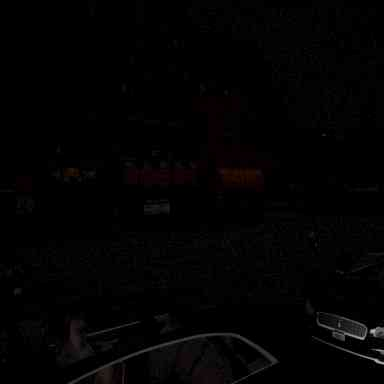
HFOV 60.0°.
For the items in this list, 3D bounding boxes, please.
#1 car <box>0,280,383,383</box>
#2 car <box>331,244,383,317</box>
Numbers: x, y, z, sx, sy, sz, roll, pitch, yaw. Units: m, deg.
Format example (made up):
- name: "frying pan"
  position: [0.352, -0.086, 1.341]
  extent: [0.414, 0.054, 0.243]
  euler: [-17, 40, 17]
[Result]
- name: "car"
  position: [-0.837, 1.550, 2.238]
  extent: [4.403, 1.369, 2.008]
  euler: [0, -2, -36]
- name: "car"
  position: [3.595, 1.548, 5.408]
  extent: [4.403, 1.369, 2.008]
  euler: [0, -2, -36]
